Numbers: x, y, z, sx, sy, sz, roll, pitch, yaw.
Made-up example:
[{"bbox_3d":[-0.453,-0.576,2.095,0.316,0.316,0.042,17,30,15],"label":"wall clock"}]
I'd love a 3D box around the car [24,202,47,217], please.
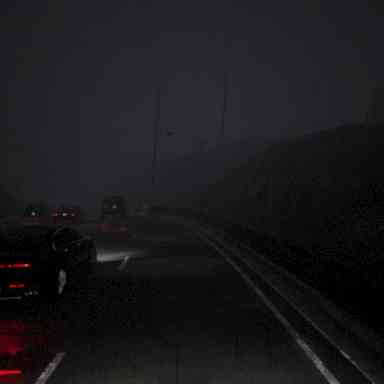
[{"bbox_3d":[-14.788,1.711,32.049,1.837,1.490,4.892,0,0,-15],"label":"car"}]

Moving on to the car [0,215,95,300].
[{"bbox_3d":[-3.803,1.560,8.483,1.837,1.490,4.892,0,0,-4],"label":"car"}]

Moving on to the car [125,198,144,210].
[{"bbox_3d":[-8.881,1.779,50.767,1.882,1.535,5.008,0,0,-22],"label":"car"}]

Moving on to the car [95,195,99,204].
[{"bbox_3d":[-18.032,1.504,67.356,2.150,2.045,5.566,0,0,-30],"label":"car"}]

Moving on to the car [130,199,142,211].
[{"bbox_3d":[-6.718,1.771,45.037,1.837,1.490,4.892,0,0,-19],"label":"car"}]

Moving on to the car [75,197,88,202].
[{"bbox_3d":[-27.014,1.843,81.429,1.812,1.442,4.674,0,0,-38],"label":"car"}]

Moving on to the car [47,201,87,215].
[{"bbox_3d":[-9.867,1.715,26.771,2.033,1.411,5.357,0,0,-12],"label":"car"}]

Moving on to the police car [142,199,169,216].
[{"bbox_3d":[-3.716,1.632,35.398,1.930,1.638,5.238,0,0,-15],"label":"police car"}]

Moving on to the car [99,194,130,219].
[{"bbox_3d":[-7.335,1.410,31.283,2.150,2.045,5.566,0,0,-14],"label":"car"}]
